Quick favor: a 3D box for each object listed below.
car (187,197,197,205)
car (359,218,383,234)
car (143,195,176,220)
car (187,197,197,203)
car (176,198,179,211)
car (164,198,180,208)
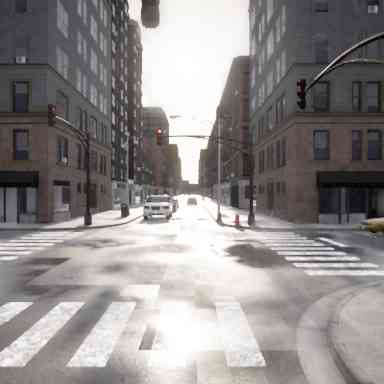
[{"bbox_3d":[0.012,1.628,59.661,2.033,1.411,5.357,0,0,0],"label":"car"},{"bbox_3d":[11.609,1.585,17.878,4.829,1.417,1.752,0,0,0],"label":"car"},{"bbox_3d":[-2.889,1.268,29.176,2.150,2.045,5.566,0,0,0],"label":"car"},{"bbox_3d":[0.004,1.689,70.037,1.895,1.301,4.718,0,0,0],"label":"car"},{"bbox_3d":[-2.898,1.412,39.440,2.097,1.767,4.553,0,0,0],"label":"car"},{"bbox_3d":[-2.912,1.619,49.722,2.033,1.411,5.357,0,0,0],"label":"car"}]
